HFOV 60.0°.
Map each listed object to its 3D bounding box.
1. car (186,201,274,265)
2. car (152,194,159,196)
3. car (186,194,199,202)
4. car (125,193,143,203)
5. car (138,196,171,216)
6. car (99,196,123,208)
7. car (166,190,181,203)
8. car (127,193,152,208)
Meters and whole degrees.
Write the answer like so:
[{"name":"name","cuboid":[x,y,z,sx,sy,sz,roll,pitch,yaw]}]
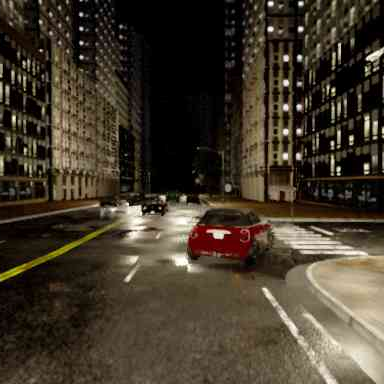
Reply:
[{"name":"car","cuboid":[1.540,1.341,11.818,2.097,1.767,4.553,1,0,21]},{"name":"car","cuboid":[-6.552,0.998,56.830,2.033,1.411,5.357,0,1,1]},{"name":"car","cuboid":[0.085,0.997,49.705,1.882,1.535,5.008,0,1,0]},{"name":"car","cuboid":[-9.811,0.943,56.772,2.128,1.511,4.902,0,1,1]},{"name":"car","cuboid":[-3.160,1.317,28.860,1.895,1.301,4.718,0,0,0]},{"name":"car","cuboid":[-9.842,1.150,40.949,2.033,1.411,5.357,0,1,0]},{"name":"car","cuboid":[-3.167,0.683,55.742,2.150,2.045,5.566,0,1,0]},{"name":"car","cuboid":[-6.590,1.078,41.257,1.882,1.535,5.008,0,1,0]}]
